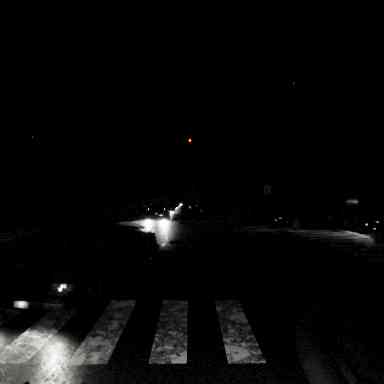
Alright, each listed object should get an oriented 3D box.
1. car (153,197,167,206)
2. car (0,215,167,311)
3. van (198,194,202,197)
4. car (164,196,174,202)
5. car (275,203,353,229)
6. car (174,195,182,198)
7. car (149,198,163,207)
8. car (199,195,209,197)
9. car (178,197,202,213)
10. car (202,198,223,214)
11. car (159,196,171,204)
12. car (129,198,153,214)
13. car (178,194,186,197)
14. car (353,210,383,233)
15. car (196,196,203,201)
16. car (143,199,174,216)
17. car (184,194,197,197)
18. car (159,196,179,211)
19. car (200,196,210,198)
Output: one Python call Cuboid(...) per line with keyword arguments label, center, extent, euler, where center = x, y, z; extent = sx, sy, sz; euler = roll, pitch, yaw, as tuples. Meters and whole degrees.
Cuboid(label="car", center=(-5.616, 1.634, 58.223), extent=(2.008, 1.369, 4.403), euler=(0, 0, 0))
Cuboid(label="car", center=(-2.386, 1.540, 8.294), extent=(2.033, 1.411, 5.357), euler=(0, 0, 12))
Cuboid(label="van", center=(2.409, 1.424, 58.208), extent=(1.690, 1.788, 3.998), euler=(0, 0, 0))
Cuboid(label="car", center=(-5.571, 1.694, 80.266), extent=(2.008, 1.369, 4.403), euler=(0, 0, 0))
Cuboid(label="car", center=(7.622, 1.479, 20.657), extent=(4.892, 1.490, 1.837), euler=(0, 0, 0))
Cuboid(label="car", center=(-3.086, 1.634, 52.106), extent=(1.994, 1.385, 4.181), euler=(0, 0, 0))
Cuboid(label="car", center=(-5.627, 1.653, 52.713), extent=(1.802, 1.307, 4.206), euler=(0, 0, 0))
Cuboid(label="car", center=(2.398, 1.637, 52.697), extent=(1.947, 1.339, 4.313), euler=(0, 0, 0))
Cuboid(label="car", center=(-0.190, 1.607, 37.912), extent=(1.994, 1.385, 4.181), euler=(0, 0, 0))
Cuboid(label="car", center=(2.364, 1.606, 36.164), extent=(1.947, 1.339, 4.313), euler=(0, 0, 0))
Cuboid(label="car", center=(-5.594, 1.552, 69.245), extent=(1.967, 1.590, 4.097), euler=(0, 0, 0))
Cuboid(label="car", center=(-5.661, 1.480, 36.181), extent=(1.967, 1.590, 4.097), euler=(0, 0, 0))
Cuboid(label="car", center=(-2.958, 1.630, 67.908), extent=(2.128, 1.511, 4.902), euler=(0, 0, 0))
Cuboid(label="car", center=(11.134, 1.517, 17.418), extent=(4.181, 1.385, 1.994), euler=(0, 0, 0))
Cuboid(label="car", center=(2.064, 1.698, 90.133), extent=(1.812, 1.442, 4.674), euler=(0, 0, 0))
Cuboid(label="car", center=(-3.150, 1.634, 32.061), extent=(1.895, 1.301, 4.718), euler=(0, 0, 1))
Cuboid(label="car", center=(-0.202, 1.664, 64.817), extent=(1.994, 1.385, 4.181), euler=(0, 0, 0))
Cuboid(label="car", center=(-3.107, 1.614, 42.016), extent=(1.994, 1.385, 4.181), euler=(0, 0, 1))
Cuboid(label="car", center=(2.387, 1.641, 47.186), extent=(1.802, 1.307, 4.206), euler=(0, 0, 0))
